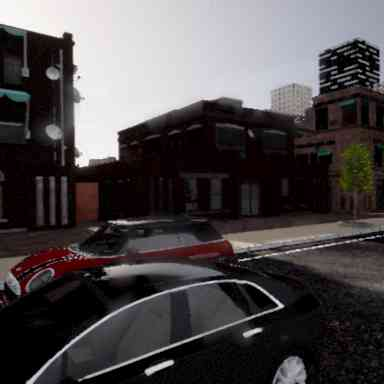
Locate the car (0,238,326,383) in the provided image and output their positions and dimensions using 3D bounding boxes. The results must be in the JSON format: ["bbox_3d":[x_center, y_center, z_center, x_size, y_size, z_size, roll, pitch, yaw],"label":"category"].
[{"bbox_3d":[-0.696,1.498,3.181,4.892,1.490,1.837,0,0,-35],"label":"car"}]

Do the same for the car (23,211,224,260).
[{"bbox_3d":[-1.236,1.330,6.784,4.553,1.767,2.097,-1,0,-35],"label":"car"}]
